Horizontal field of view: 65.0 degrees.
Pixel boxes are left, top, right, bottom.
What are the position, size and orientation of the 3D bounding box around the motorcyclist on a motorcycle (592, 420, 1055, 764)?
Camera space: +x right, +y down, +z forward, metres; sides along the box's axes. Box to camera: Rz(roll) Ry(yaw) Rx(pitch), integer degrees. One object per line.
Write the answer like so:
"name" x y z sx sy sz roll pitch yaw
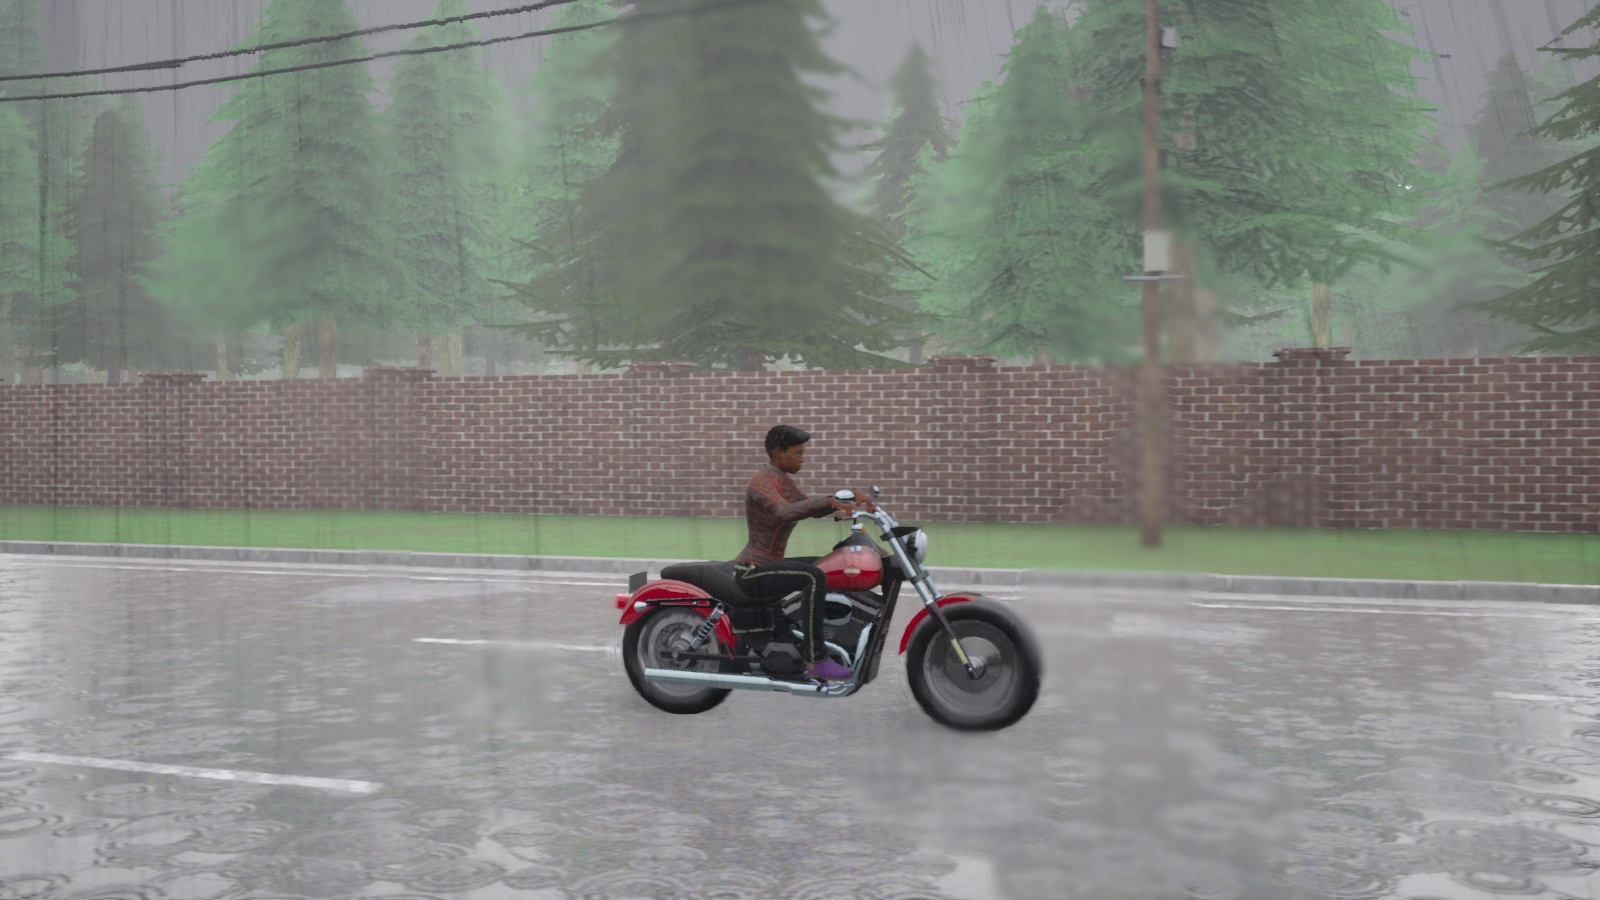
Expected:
"motorcyclist on a motorcycle" 0.128 0.672 6.745 2.350 1.649 0.766 1 1 17
